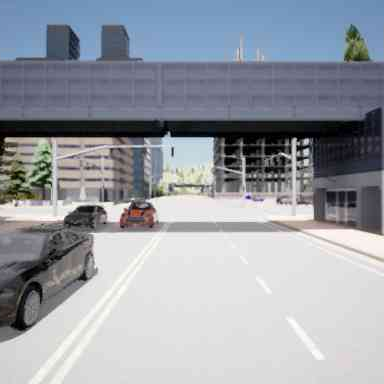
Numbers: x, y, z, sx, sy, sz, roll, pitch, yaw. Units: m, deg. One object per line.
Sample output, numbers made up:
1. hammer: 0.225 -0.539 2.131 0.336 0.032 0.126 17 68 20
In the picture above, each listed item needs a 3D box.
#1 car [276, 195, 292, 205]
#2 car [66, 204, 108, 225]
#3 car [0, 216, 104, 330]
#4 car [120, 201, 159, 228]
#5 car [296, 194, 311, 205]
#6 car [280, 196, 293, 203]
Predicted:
1. car: 16.658 1.399 60.622 1.932 1.855 4.605 0 0 0
2. car: -6.993 1.609 22.394 1.837 1.490 4.892 0 -1 0
3. car: -3.587 1.508 7.173 1.882 1.535 5.008 0 -1 0
4. car: -3.490 1.444 22.629 2.097 1.767 4.553 0 0 0
5. car: 19.553 1.401 60.576 1.905 1.878 3.866 0 0 0
6. car: 22.209 1.711 78.049 1.970 1.475 3.806 0 0 0
